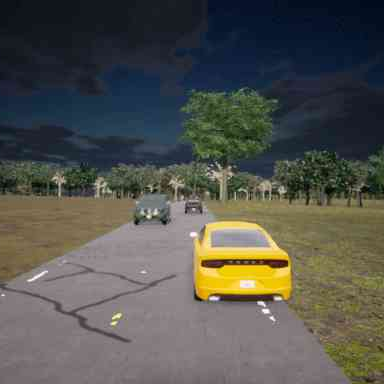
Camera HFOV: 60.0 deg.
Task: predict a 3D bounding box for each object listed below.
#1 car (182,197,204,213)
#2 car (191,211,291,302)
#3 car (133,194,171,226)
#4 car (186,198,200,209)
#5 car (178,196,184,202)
[{"bbox_3d":[0.179,1.476,35.861,1.837,1.490,4.892,0,0,0],"label":"car"},{"bbox_3d":[0.985,1.476,8.364,1.882,1.535,5.008,0,0,0],"label":"car"},{"bbox_3d":[-2.681,1.196,23.575,2.150,2.045,5.566,0,0,0],"label":"car"},{"bbox_3d":[0.175,1.592,46.242,1.895,1.301,4.718,0,0,1],"label":"car"},{"bbox_3d":[-2.501,1.753,83.399,2.033,1.411,5.357,0,-1,0],"label":"car"}]
